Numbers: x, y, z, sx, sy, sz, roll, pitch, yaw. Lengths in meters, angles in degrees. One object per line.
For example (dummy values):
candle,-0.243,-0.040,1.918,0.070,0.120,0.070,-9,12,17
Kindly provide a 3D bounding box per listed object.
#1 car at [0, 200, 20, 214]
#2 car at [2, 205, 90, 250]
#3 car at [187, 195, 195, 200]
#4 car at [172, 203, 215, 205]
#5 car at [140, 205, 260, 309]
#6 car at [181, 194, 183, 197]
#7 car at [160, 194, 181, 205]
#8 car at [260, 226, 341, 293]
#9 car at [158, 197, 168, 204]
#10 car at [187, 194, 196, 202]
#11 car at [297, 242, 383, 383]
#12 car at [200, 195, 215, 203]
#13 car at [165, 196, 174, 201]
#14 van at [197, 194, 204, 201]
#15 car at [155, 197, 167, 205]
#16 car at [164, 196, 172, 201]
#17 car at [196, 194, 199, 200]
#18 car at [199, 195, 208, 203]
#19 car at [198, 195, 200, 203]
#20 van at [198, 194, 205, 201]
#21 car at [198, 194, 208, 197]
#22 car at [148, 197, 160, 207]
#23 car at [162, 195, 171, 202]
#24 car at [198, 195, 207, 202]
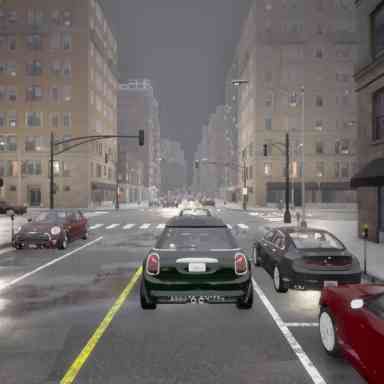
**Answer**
car,-17.605,1.404,30.165,5.008,1.535,1.882,0,0,-2
car,-5.818,1.445,14.127,1.967,1.590,4.097,0,0,0
car,-0.279,1.542,90.025,1.994,1.385,4.181,0,0,0
car,0.133,1.497,15.319,2.128,1.511,4.902,0,0,0
car,0.066,1.355,8.017,2.097,1.767,4.553,0,0,-1
car,-3.135,1.560,68.794,1.882,1.535,5.008,0,0,0
car,-3.061,1.390,48.243,2.097,1.767,4.553,0,0,-1
car,2.694,1.553,8.620,2.008,1.369,4.403,0,0,0
car,-5.983,1.665,69.013,1.802,1.307,4.206,0,0,0
car,-0.207,1.706,80.049,1.895,1.301,4.718,0,0,0
car,2.682,1.545,3.128,1.887,1.381,4.507,0,0,0
car,2.661,1.590,52.547,1.887,1.381,4.507,0,0,0
car,-6.141,1.728,91.045,1.947,1.339,4.313,0,0,0
van,2.385,1.503,91.096,1.690,1.788,3.998,0,0,0
car,-5.943,1.613,63.505,1.887,1.381,4.507,0,0,0
car,-6.101,1.721,85.537,1.802,1.307,4.206,0,0,0
car,2.543,1.399,69.068,2.192,1.841,5.009,0,0,0
car,2.503,1.540,74.575,1.967,1.590,4.097,0,0,0
car,2.622,1.622,58.053,1.947,1.339,4.313,0,0,0
van,2.425,1.481,85.590,1.690,1.788,3.998,0,0,0
car,2.581,1.595,63.731,1.752,1.417,4.829,0,0,0
car,-5.864,1.595,52.489,2.008,1.369,4.403,0,0,0
car,-6.061,1.559,80.029,1.967,1.590,4.097,0,0,0
car,2.464,1.559,80.081,1.967,1.590,4.097,0,0,0
